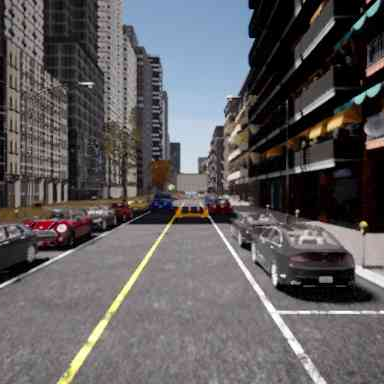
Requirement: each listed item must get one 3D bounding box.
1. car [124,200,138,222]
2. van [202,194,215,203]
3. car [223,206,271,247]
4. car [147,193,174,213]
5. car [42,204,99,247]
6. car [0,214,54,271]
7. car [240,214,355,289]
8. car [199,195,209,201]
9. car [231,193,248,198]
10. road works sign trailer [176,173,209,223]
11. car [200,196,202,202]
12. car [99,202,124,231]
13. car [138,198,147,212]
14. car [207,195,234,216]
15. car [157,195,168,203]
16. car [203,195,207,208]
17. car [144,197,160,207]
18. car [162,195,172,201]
[{"bbox_3d":[-5.692,1.446,25.456,1.887,1.381,4.507,0,0,0],"label":"car"},{"bbox_3d":[2.689,1.168,47.585,1.690,1.788,3.998,0,0,0],"label":"van"},{"bbox_3d":[2.689,1.493,14.391,2.008,1.369,4.403,0,0,0],"label":"car"},{"bbox_3d":[-3.096,1.087,35.552,2.150,2.045,5.566,0,0,0],"label":"car"},{"bbox_3d":[-5.691,1.383,14.391,1.967,1.590,4.097,0,0,0],"label":"car"},{"bbox_3d":[-5.691,1.515,8.859,2.008,1.369,4.403,0,0,0],"label":"car"},{"bbox_3d":[2.689,1.515,8.858,2.008,1.369,4.403,0,0,0],"label":"car"},{"bbox_3d":[2.688,1.296,75.250,2.008,1.369,4.403,0,0,0],"label":"car"},{"bbox_3d":[13.425,1.040,94.655,4.403,1.369,2.008,-1,1,-1],"label":"car"},{"bbox_3d":[-0.001,0.368,24.653,2.380,3.560,2.880,0,0,0],"label":"road works sign trailer"},{"bbox_3d":[2.689,1.250,53.119,1.967,1.590,4.097,0,0,0],"label":"car"},{"bbox_3d":[-5.692,1.472,19.923,2.008,1.369,4.403,0,0,0],"label":"car"},{"bbox_3d":[-5.691,1.388,36.351,1.752,1.417,4.829,0,0,0],"label":"car"},{"bbox_3d":[2.689,1.321,30.988,1.967,1.590,4.097,0,0,0],"label":"car"},{"bbox_3d":[-5.691,1.302,64.015,1.752,1.417,4.829,0,0,0],"label":"car"},{"bbox_3d":[2.689,1.426,42.054,1.802,1.307,4.206,0,0,0],"label":"car"},{"bbox_3d":[-5.692,1.409,47.587,1.802,1.307,4.206,0,0,0],"label":"car"},{"bbox_3d":[-5.692,1.291,75.250,1.887,1.381,4.507,0,0,0],"label":"car"}]
